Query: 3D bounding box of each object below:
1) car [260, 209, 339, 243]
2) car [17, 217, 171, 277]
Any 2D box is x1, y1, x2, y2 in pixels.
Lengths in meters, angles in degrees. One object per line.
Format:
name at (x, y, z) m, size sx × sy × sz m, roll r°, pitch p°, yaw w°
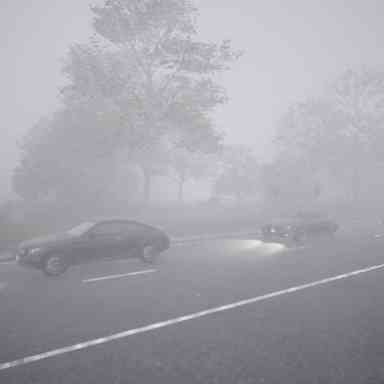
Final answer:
car at (5.304, 1.565, 16.252) m, size 4.181 × 1.385 × 1.994 m, roll 0°, pitch 0°, yaw -36°
car at (-2.858, 1.526, 10.429) m, size 4.674 × 1.442 × 1.812 m, roll 0°, pitch 0°, yaw -36°
